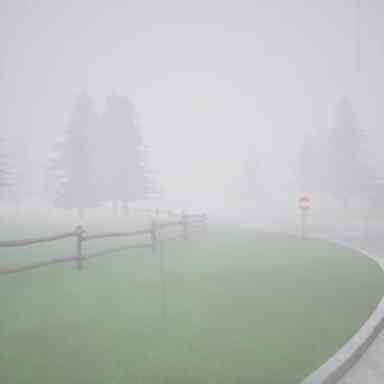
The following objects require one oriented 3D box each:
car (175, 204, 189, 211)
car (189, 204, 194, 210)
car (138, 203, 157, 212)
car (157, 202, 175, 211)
[{"bbox_3d":[-2.796,3.348,71.047,1.837,1.490,4.892,0,-2,-21],"label":"car"},{"bbox_3d":[-1.103,3.493,76.322,1.812,1.442,4.674,0,-2,-21],"label":"car"},{"bbox_3d":[-9.267,3.389,68.380,1.994,1.385,4.181,0,-2,-21],"label":"car"},{"bbox_3d":[-6.048,3.066,69.755,2.150,2.045,5.566,0,-2,-21],"label":"car"}]
